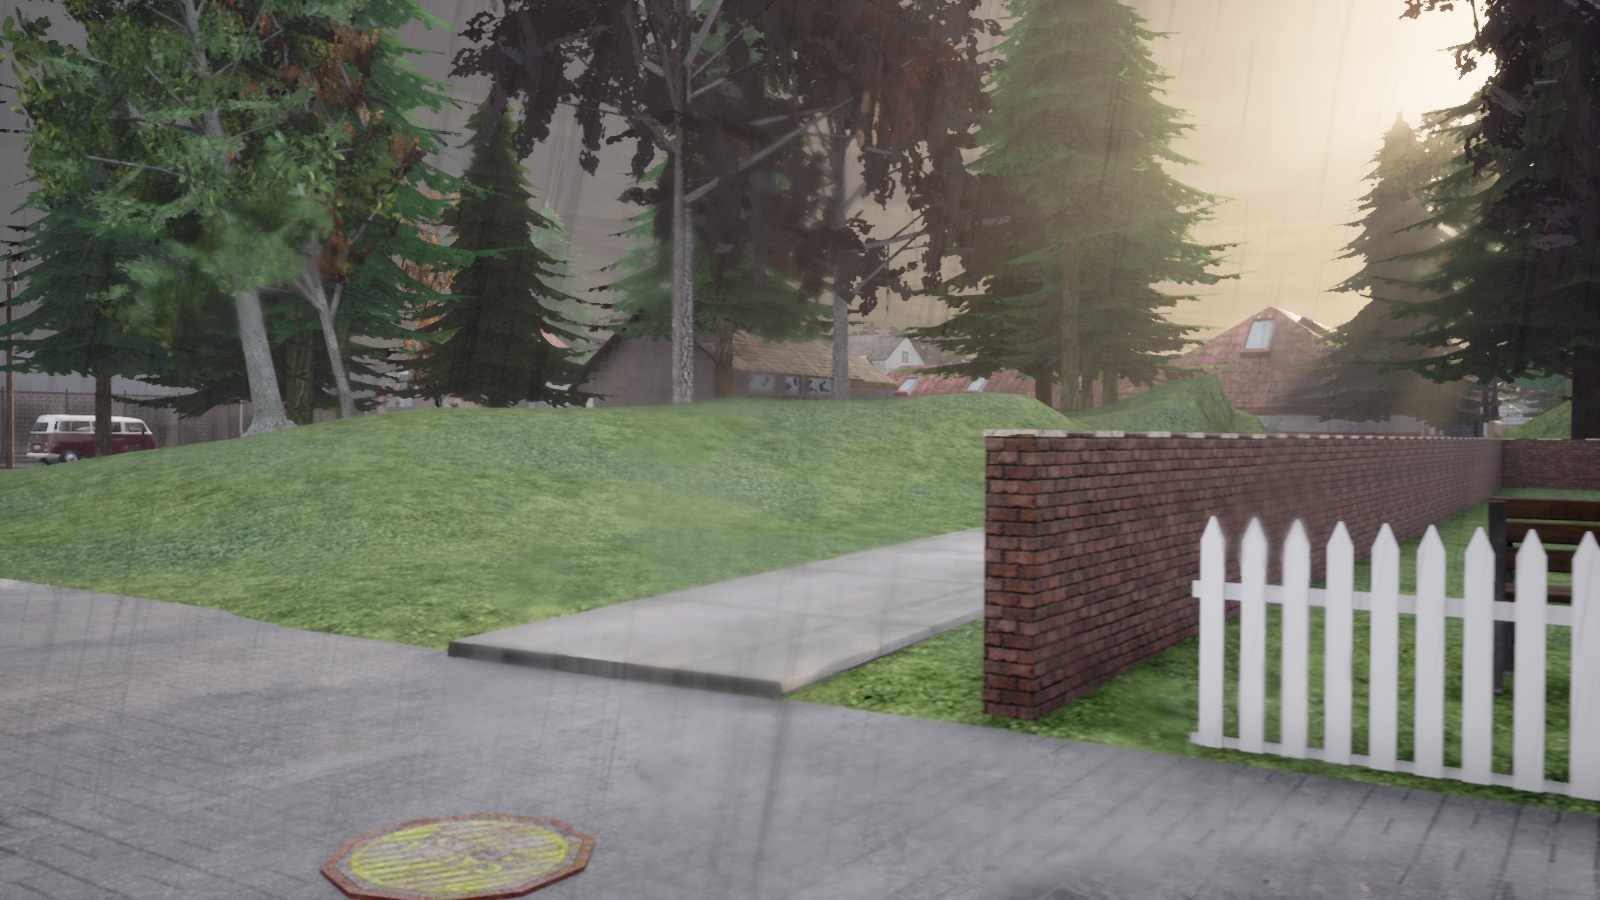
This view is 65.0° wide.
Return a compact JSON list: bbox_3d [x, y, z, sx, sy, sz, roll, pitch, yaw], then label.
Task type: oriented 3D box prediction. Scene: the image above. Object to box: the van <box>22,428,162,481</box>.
[{"bbox_3d":[-28.601,0.138,50.847,2.069,2.038,4.480,0,1,34],"label":"van"}]
